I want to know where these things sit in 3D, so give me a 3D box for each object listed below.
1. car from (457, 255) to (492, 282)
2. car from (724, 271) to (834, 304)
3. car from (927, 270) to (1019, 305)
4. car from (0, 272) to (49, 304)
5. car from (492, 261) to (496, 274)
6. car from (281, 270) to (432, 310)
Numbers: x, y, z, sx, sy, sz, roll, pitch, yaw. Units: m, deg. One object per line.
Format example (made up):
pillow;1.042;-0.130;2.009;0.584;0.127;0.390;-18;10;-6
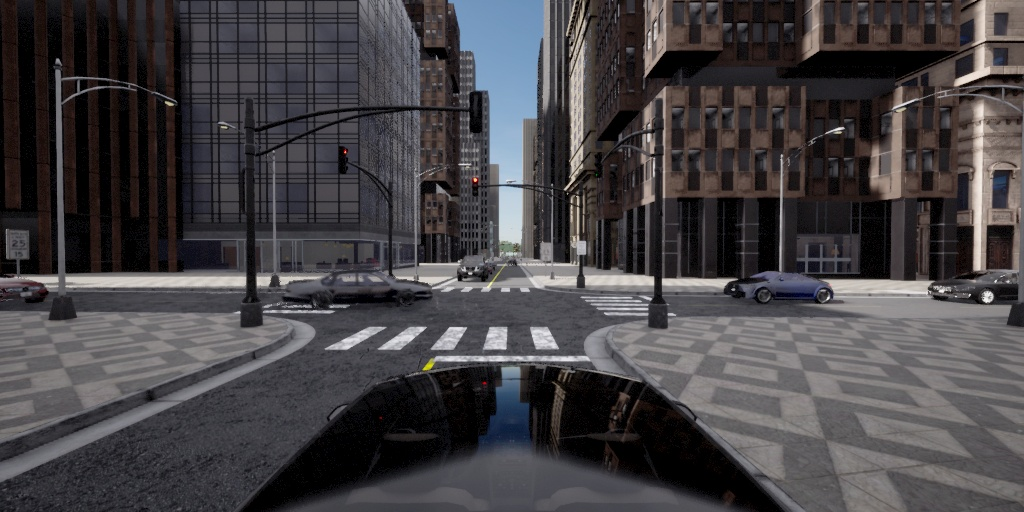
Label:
car;-3.117;0.955;29.549;2.150;2.045;5.566;0;0;0
car;12.225;1.388;16.585;4.181;1.385;1.994;0;1;0
car;22.306;1.404;16.609;4.892;1.490;1.837;0;1;0
car;-20.343;1.140;13.302;4.674;1.442;1.812;0;1;0
car;-3.116;1.287;39.575;1.994;1.385;4.181;0;0;0
car;-5.967;1.264;14.342;5.357;1.411;2.033;0;1;-17
